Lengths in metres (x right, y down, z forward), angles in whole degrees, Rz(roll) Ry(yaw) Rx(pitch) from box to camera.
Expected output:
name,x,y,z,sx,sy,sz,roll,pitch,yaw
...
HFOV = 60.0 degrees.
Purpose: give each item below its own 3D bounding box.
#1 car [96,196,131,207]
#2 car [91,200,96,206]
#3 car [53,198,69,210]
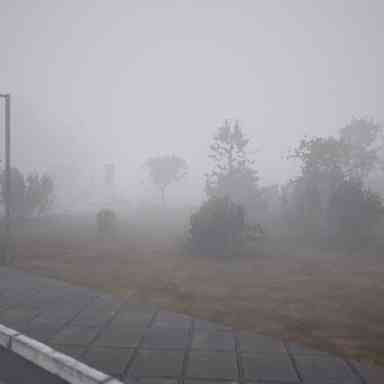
name,x,y,z,sx,sy,sz,roll,pitch,yaw
car,-11.215,1.529,49.217,1.895,1.301,4.718,0,1,39
car,-13.413,1.397,52.063,1.882,1.535,5.008,0,1,39
car,-17.685,1.484,41.197,2.128,1.511,4.902,0,0,39
